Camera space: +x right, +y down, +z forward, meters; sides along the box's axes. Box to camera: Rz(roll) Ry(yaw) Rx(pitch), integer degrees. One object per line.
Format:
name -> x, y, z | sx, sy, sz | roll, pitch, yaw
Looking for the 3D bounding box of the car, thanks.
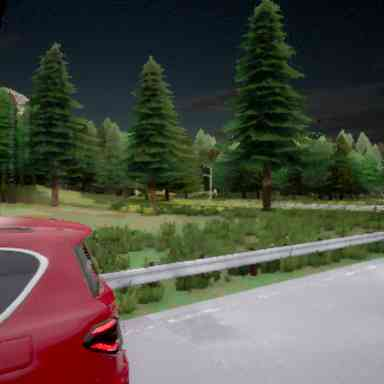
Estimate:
car -> -3.101, 1.229, 1.784 | 5.566, 2.045, 2.150 | 0, 0, -35
